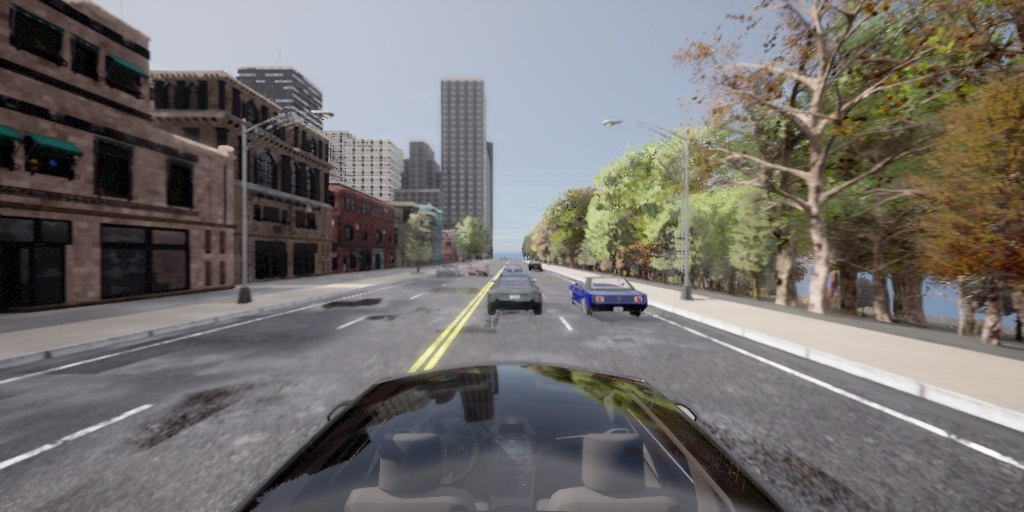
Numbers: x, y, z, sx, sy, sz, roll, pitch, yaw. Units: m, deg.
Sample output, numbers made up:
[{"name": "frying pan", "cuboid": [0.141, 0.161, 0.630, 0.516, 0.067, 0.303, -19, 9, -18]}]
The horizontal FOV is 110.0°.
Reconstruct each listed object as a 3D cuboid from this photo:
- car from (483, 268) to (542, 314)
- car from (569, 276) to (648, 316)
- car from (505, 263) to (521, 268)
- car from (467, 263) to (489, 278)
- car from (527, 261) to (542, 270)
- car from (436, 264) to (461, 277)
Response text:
[{"name": "car", "cuboid": [0.100, 1.362, 14.159, 1.994, 1.385, 4.181, 0, 0, 0]}, {"name": "car", "cuboid": [3.349, 1.396, 13.488, 1.895, 1.301, 4.718, 0, 0, 0]}, {"name": "car", "cuboid": [0.096, 1.422, 34.611, 2.033, 1.411, 5.357, 0, 0, 0]}, {"name": "car", "cuboid": [-3.342, 1.407, 36.605, 1.812, 1.442, 4.674, 0, 0, 0]}, {"name": "car", "cuboid": [3.347, 1.417, 53.153, 1.882, 1.535, 5.008, 0, 0, 0]}, {"name": "car", "cuboid": [-6.592, 1.485, 37.347, 1.895, 1.301, 4.718, 0, 0, 0]}]
